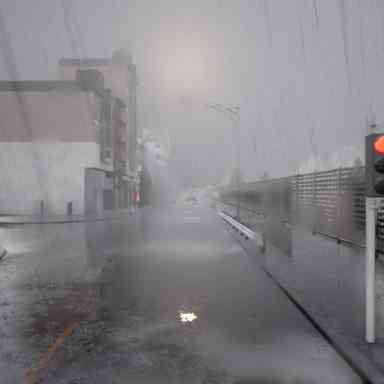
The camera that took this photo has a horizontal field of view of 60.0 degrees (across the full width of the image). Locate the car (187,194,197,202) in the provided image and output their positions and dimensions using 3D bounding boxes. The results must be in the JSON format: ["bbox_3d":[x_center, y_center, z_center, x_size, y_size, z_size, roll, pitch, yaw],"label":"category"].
[{"bbox_3d":[-0.038,1.355,76.657,2.097,1.767,4.553,0,0,0],"label":"car"}]

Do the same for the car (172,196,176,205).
[{"bbox_3d":[-4.113,1.478,54.621,1.882,1.535,5.008,0,0,0],"label":"car"}]

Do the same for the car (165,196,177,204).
[{"bbox_3d":[-4.073,1.492,65.431,2.128,1.511,4.902,0,0,0],"label":"car"}]

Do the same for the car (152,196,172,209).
[{"bbox_3d":[-4.116,1.505,44.388,1.837,1.490,4.892,0,0,0],"label":"car"}]
